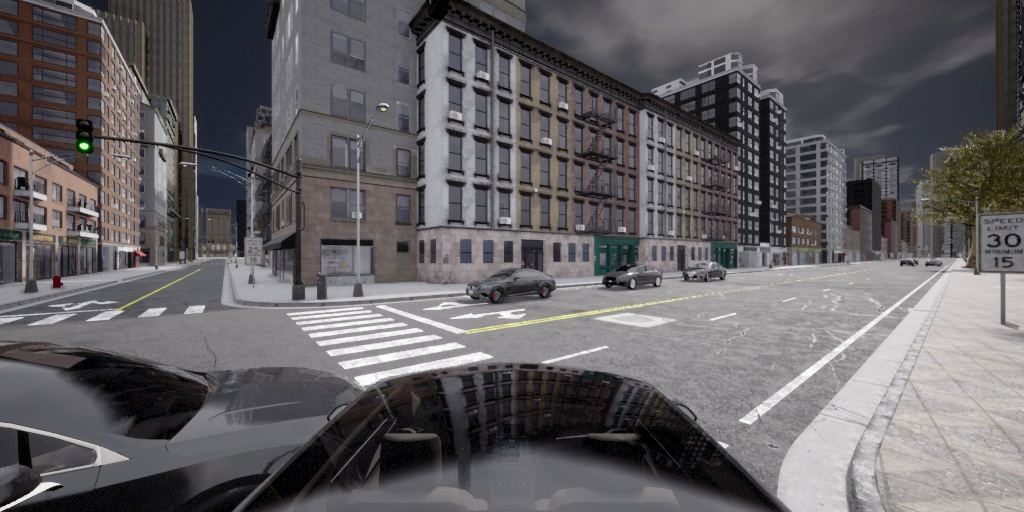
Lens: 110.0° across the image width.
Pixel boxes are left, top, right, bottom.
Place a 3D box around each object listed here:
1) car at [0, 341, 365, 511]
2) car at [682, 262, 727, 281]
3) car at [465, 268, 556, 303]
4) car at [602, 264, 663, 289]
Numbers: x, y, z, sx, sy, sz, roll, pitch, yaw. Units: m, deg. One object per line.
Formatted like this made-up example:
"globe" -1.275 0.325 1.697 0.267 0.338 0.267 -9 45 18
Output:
"car" -3.212 1.257 1.856 4.892 1.490 1.837 0 0 -34
"car" 15.834 1.237 29.413 4.902 1.511 2.128 0 0 -38
"car" 0.059 1.287 16.809 4.674 1.442 1.812 0 0 -39
"car" 7.787 1.259 22.989 4.892 1.490 1.837 0 0 -39
